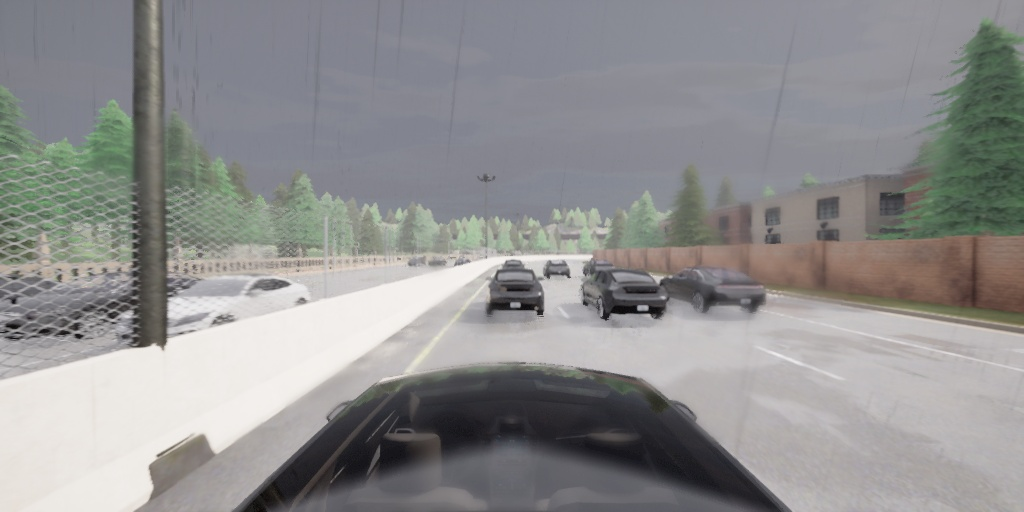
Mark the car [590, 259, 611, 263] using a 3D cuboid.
[{"bbox_3d":[7.101,1.013,29.578,2.128,1.511,4.902,0,0,0],"label":"car"}]

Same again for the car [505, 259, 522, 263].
[{"bbox_3d":[0.102,1.024,29.680,1.837,1.490,4.892,0,0,0],"label":"car"}]

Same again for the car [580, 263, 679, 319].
[{"bbox_3d":[3.600,1.168,12.277,1.837,1.490,4.892,0,0,0],"label":"car"}]

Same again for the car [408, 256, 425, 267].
[{"bbox_3d":[-14.036,0.826,53.469,1.837,1.490,4.892,0,1,1],"label":"car"}]

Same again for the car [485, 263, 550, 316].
[{"bbox_3d":[0.100,1.163,12.858,1.837,1.490,4.892,0,0,0],"label":"car"}]

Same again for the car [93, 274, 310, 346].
[{"bbox_3d":[-7.101,1.213,9.236,1.812,1.442,4.674,0,0,0],"label":"car"}]

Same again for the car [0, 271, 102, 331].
[{"bbox_3d":[-14.100,1.212,9.195,1.812,1.442,4.674,0,0,0],"label":"car"}]

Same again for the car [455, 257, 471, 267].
[{"bbox_3d":[-7.055,0.897,52.131,1.994,1.385,4.181,0,0,0],"label":"car"}]

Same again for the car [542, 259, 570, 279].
[{"bbox_3d":[3.602,1.012,29.572,2.128,1.511,4.902,0,0,0],"label":"car"}]

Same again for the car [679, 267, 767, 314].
[{"bbox_3d":[7.100,1.147,13.308,2.128,1.511,4.902,0,0,0],"label":"car"}]

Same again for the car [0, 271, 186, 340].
[{"bbox_3d":[-10.600,1.173,9.822,2.128,1.511,4.902,0,0,0],"label":"car"}]

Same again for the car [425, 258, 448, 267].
[{"bbox_3d":[-10.572,0.940,51.385,1.895,1.301,4.718,0,0,0],"label":"car"}]
